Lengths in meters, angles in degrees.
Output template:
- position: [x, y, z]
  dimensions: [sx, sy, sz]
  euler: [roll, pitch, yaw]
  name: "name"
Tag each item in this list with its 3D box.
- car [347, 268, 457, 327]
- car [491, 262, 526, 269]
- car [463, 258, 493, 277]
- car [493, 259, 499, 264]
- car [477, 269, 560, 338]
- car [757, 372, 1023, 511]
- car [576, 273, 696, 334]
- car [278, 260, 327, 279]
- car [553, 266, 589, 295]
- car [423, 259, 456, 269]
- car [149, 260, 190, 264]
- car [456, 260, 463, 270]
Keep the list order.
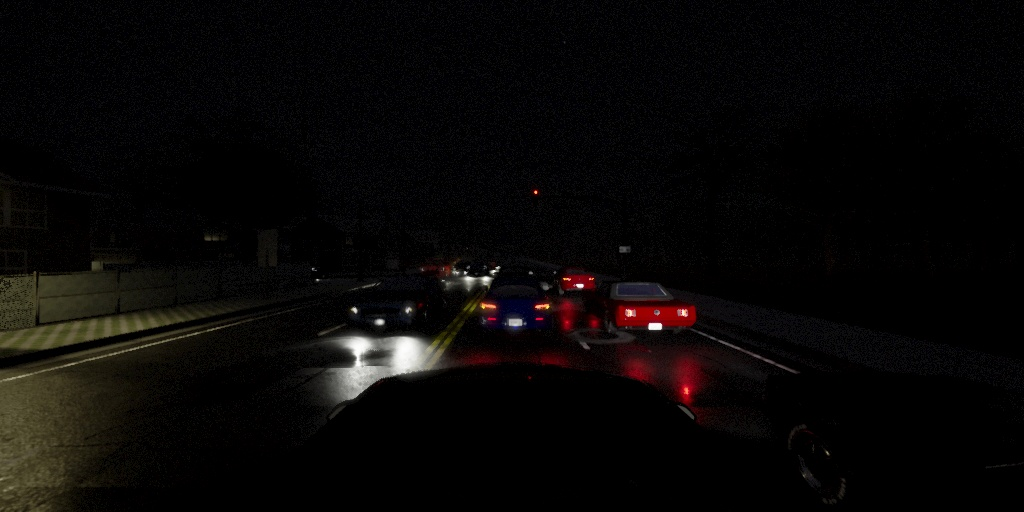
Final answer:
- position: [-3.346, 1.294, 11.735]
  dimensions: [2.033, 1.411, 5.357]
  euler: [0, 0, 0]
  name: "car"
- position: [0.066, 1.249, 19.324]
  dimensions: [1.837, 1.490, 4.892]
  euler: [0, 0, 0]
  name: "car"
- position: [-3.331, 1.088, 35.800]
  dimensions: [2.097, 1.767, 4.553]
  euler: [0, 0, 0]
  name: "car"
- position: [-3.321, 1.074, 50.229]
  dimensions: [2.097, 1.767, 4.553]
  euler: [0, 0, 0]
  name: "car"
- position: [0.087, 1.273, 10.062]
  dimensions: [1.812, 1.442, 4.674]
  euler: [0, 0, 0]
  name: "car"
- position: [3.348, 1.351, 1.375]
  dimensions: [1.895, 1.301, 4.718]
  euler: [0, 0, 0]
  name: "car"
- position: [3.340, 1.348, 10.543]
  dimensions: [1.895, 1.301, 4.718]
  euler: [0, 0, 0]
  name: "car"
- position: [-18.198, 1.121, 30.372]
  dimensions: [4.553, 1.767, 2.097]
  euler: [0, 0, 0]
  name: "car"
- position: [3.319, 1.270, 19.651]
  dimensions: [1.812, 1.442, 4.674]
  euler: [0, 0, 0]
  name: "car"
- position: [-6.585, 1.091, 31.728]
  dimensions: [2.097, 1.767, 4.553]
  euler: [0, 0, 0]
  name: "car"
- position: [-28.443, 1.139, 30.398]
  dimensions: [4.553, 1.767, 2.097]
  euler: [0, 0, 0]
  name: "car"
- position: [-6.570, 1.271, 48.879]
  dimensions: [2.033, 1.411, 5.357]
  euler: [0, 0, 0]
  name: "car"
